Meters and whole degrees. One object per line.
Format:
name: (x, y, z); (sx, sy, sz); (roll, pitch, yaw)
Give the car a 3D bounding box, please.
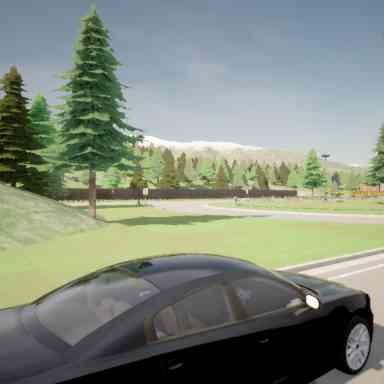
car: (0.198, 1.480, 3.894); (5.008, 1.535, 1.882); (0, 0, -36)
